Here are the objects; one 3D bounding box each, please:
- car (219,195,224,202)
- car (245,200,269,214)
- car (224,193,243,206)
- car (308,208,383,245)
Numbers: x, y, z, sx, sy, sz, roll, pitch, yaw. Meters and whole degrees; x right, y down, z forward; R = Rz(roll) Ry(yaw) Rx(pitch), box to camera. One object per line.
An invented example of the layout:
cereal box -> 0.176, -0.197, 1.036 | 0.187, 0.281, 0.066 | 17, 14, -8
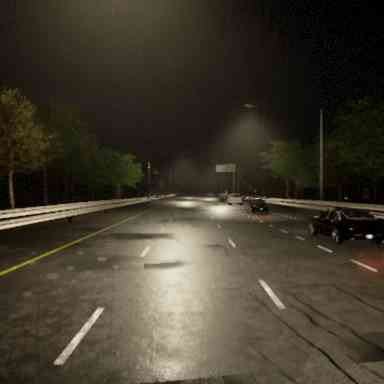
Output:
car -> 7.291, 1.403, 76.568 | 2.097, 1.767, 4.553 | 0, 0, 0
car -> 7.057, 1.549, 36.017 | 1.812, 1.442, 4.674 | 0, 0, 0
car -> 7.151, 1.273, 56.066 | 2.150, 2.045, 5.566 | 0, 0, 0
car -> 7.006, 1.509, 15.535 | 1.837, 1.490, 4.892 | 0, 0, 0
